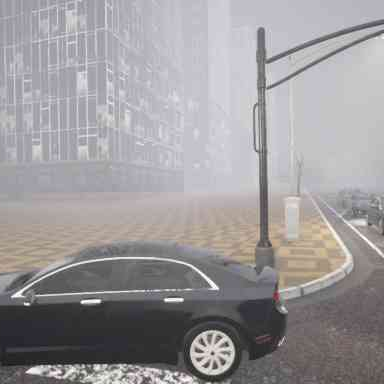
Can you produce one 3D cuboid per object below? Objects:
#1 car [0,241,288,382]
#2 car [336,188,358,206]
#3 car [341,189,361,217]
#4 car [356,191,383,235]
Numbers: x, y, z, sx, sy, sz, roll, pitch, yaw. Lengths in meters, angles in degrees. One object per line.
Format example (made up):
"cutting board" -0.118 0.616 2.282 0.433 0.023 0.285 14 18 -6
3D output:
"car" -1.153 1.505 4.795 4.892 1.490 1.837 0 0 0
"car" 12.855 0.454 26.870 2.128 1.511 4.902 -1 2 18
"car" 10.895 0.759 20.794 1.994 1.385 4.181 -1 2 17
"car" 8.882 0.928 14.489 2.128 1.511 4.902 -1 2 18
